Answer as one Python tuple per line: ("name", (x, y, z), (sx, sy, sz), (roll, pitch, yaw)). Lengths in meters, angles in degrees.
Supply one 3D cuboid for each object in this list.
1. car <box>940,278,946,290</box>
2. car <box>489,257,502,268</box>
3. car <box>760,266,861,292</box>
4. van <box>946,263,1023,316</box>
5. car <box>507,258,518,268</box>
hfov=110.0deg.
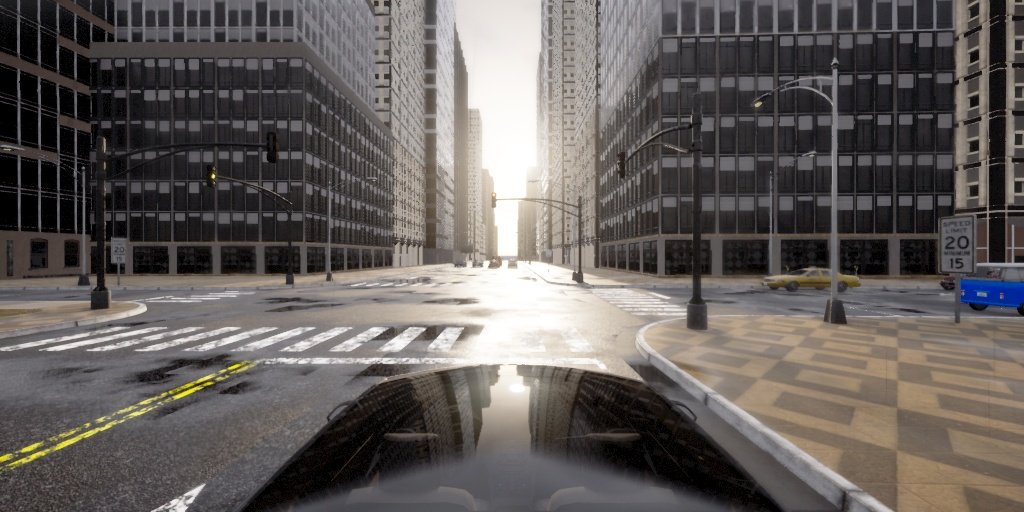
("car", (26.958, 1.356, 20.214), (4.207, 1.307, 1.802), (0, 0, 2))
("car", (-3.126, 1.386, 63.344), (1.812, 1.442, 4.674), (0, 0, 0))
("car", (17.124, 1.293, 20.719), (4.829, 1.417, 1.751), (0, 0, 2))
("van", (18.378, 1.119, 12.544), (3.998, 1.789, 1.690), (0, 0, 2))
("car", (0.124, 1.408, 63.338), (2.033, 1.411, 5.357), (0, 0, 0))
